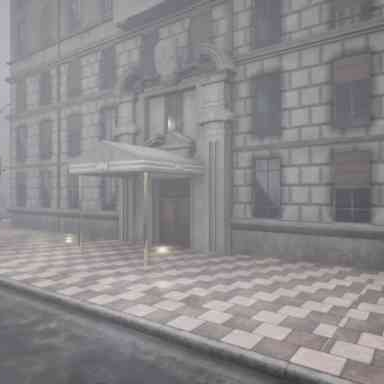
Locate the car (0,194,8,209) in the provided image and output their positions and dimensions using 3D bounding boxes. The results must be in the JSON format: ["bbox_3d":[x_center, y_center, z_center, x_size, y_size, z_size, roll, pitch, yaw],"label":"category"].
[{"bbox_3d":[-26.766,1.221,42.717,2.150,2.045,5.566,0,0,35],"label":"car"}]
